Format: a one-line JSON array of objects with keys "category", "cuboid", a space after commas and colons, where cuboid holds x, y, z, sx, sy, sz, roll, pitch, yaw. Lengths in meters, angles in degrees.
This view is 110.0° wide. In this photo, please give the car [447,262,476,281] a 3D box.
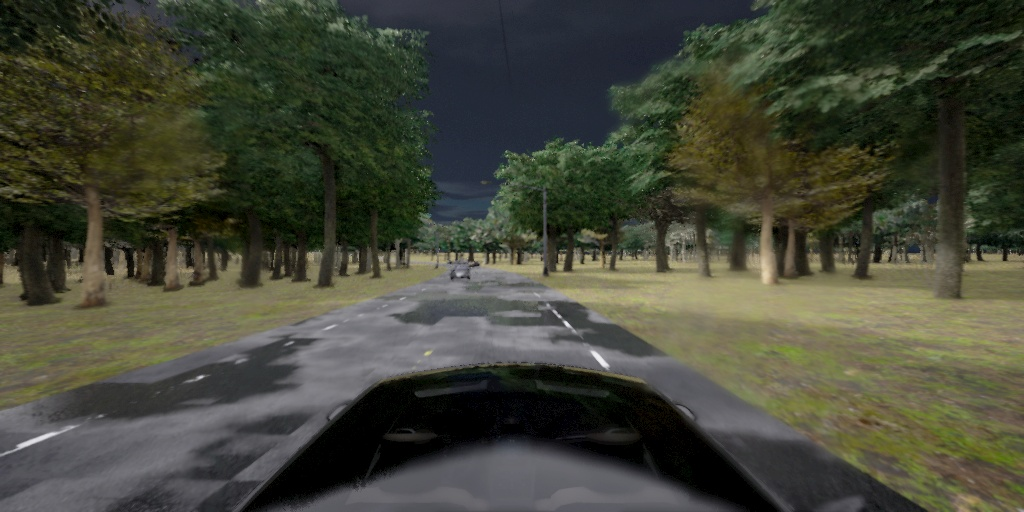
[{"category": "car", "cuboid": [-4.900, 1.559, 34.621, 2.128, 1.511, 4.902, 0, -1, -4]}]
